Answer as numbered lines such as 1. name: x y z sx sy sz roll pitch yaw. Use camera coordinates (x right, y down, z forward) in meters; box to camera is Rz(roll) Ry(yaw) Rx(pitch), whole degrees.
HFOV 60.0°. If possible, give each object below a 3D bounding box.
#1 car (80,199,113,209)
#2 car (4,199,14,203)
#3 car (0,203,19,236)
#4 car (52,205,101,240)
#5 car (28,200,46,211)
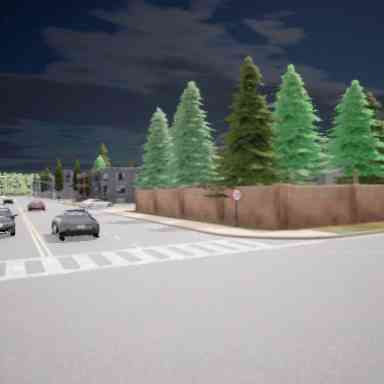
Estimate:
1. car: -13.247 1.666 46.002 1.812 1.442 4.674 -2 0 44
2. car: -40.156 2.097 73.025 1.895 1.301 4.718 -1 0 -28
3. car: -10.995 1.631 18.842 2.128 1.511 4.902 -1 0 -28
4. car: -6.254 1.638 17.710 1.994 1.385 4.181 -1 0 -28
5. car: -21.042 1.825 45.082 1.994 1.385 4.181 -1 0 -28
